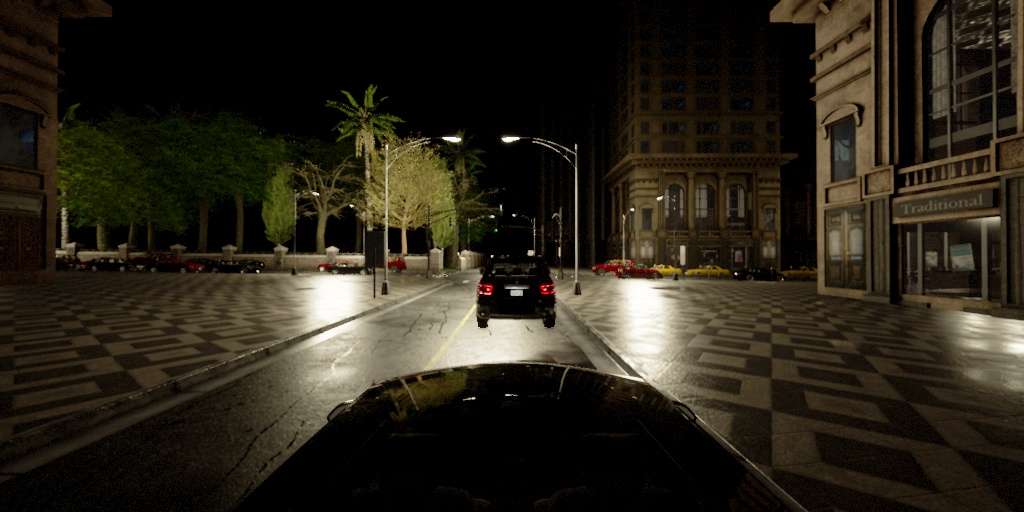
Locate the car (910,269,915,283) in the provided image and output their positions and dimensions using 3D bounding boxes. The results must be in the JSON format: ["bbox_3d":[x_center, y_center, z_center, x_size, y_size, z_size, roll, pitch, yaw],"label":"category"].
[{"bbox_3d":[34.044,1.881,33.371,4.313,1.339,1.948,0,0,0],"label":"car"}]

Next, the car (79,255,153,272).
[{"bbox_3d":[-37.049,0.856,33.657,4.403,1.370,2.007,0,0,0],"label":"car"}]

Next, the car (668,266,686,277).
[{"bbox_3d":[17.279,1.694,41.964,4.829,1.417,1.751,0,0,0],"label":"car"}]

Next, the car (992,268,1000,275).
[{"bbox_3d":[45.125,1.892,33.327,4.097,1.591,1.967,0,0,0],"label":"car"}]

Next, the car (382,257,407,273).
[{"bbox_3d":[-14.930,1.025,42.094,5.009,1.841,2.192,0,0,0],"label":"car"}]

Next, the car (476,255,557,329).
[{"bbox_3d":[0.112,0.999,11.507,2.150,2.045,5.566,0,0,0],"label":"car"}]

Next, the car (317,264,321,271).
[{"bbox_3d":[-20.454,1.174,42.116,4.507,1.381,1.888,0,0,0],"label":"car"}]

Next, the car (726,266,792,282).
[{"bbox_3d":[22.964,1.738,33.416,4.313,1.339,1.948,0,0,0],"label":"car"}]

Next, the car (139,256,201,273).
[{"bbox_3d":[-31.525,0.936,33.635,4.507,1.381,1.888,0,0,0],"label":"car"}]

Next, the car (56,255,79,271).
[{"bbox_3d":[-42.572,0.801,33.680,4.207,1.307,1.802,0,0,0],"label":"car"}]

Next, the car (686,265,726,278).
[{"bbox_3d":[22.819,1.768,41.942,4.829,1.417,1.751,0,0,0],"label":"car"}]

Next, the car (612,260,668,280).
[{"bbox_3d":[11.884,1.463,33.460,4.097,1.591,1.967,0,0,0],"label":"car"}]

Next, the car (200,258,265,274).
[{"bbox_3d":[-26.001,1.041,33.613,4.313,1.339,1.948,0,0,0],"label":"car"}]

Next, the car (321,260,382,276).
[{"bbox_3d":[-14.953,1.190,33.568,4.403,1.370,2.007,0,0,0],"label":"car"}]

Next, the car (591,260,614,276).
[{"bbox_3d":[11.908,1.408,41.986,5.009,1.841,2.192,0,0,0],"label":"car"}]

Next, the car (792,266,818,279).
[{"bbox_3d":[33.900,1.911,41.897,4.829,1.417,1.751,0,0,0],"label":"car"}]

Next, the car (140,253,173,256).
[{"bbox_3d":[-42.549,0.604,42.205,5.009,1.841,2.192,0,0,0],"label":"car"}]

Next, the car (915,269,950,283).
[{"bbox_3d":[39.584,1.967,33.349,4.207,1.307,1.802,0,0,0],"label":"car"}]
